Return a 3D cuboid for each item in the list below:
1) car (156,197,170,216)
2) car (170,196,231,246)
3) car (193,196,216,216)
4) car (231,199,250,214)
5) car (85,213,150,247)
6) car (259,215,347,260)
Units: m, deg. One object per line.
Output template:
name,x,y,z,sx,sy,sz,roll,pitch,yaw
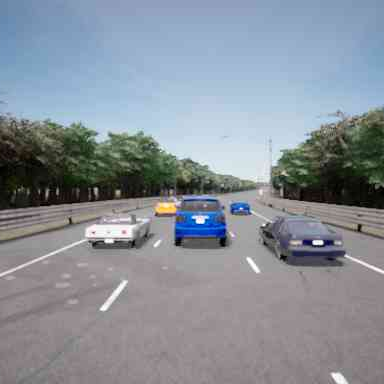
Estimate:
car,-2.210,1.329,32.595,2.097,1.767,4.553,0,0,4
car,0.407,1.214,15.484,2.150,2.045,5.566,0,0,2
car,1.309,1.332,32.749,2.097,1.767,4.553,0,0,4
car,4.952,1.460,34.720,1.882,1.535,5.008,0,0,4
car,-3.110,1.591,15.031,1.895,1.301,4.718,0,0,2
car,3.805,1.546,12.362,2.033,1.411,5.357,0,0,2
